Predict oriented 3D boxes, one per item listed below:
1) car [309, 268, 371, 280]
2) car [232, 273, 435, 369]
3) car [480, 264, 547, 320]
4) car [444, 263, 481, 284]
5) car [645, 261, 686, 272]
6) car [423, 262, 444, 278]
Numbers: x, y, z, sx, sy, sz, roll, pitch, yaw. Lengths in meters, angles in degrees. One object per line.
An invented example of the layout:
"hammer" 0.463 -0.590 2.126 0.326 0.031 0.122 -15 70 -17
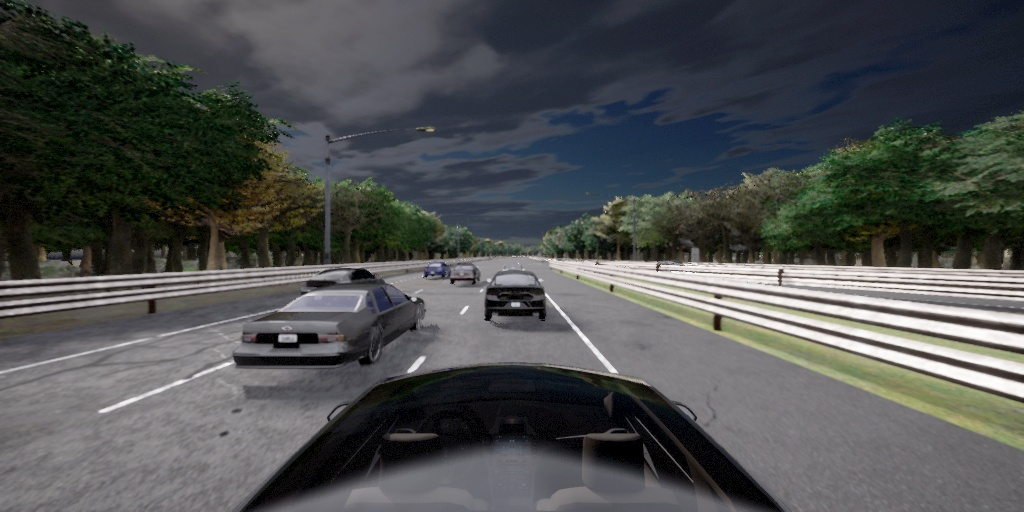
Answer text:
"car" -6.899 1.249 15.190 1.837 1.490 4.892 0 0 0
"car" -3.393 1.294 7.951 2.033 1.411 5.357 0 0 0
"car" 0.102 1.222 12.617 1.882 1.535 5.008 0 0 0
"car" -3.389 1.286 26.605 2.033 1.411 5.357 0 0 0
"car" 15.680 1.291 36.819 2.033 1.649 4.856 0 0 -16
"car" -6.895 1.264 33.356 1.812 1.442 4.674 0 0 0
